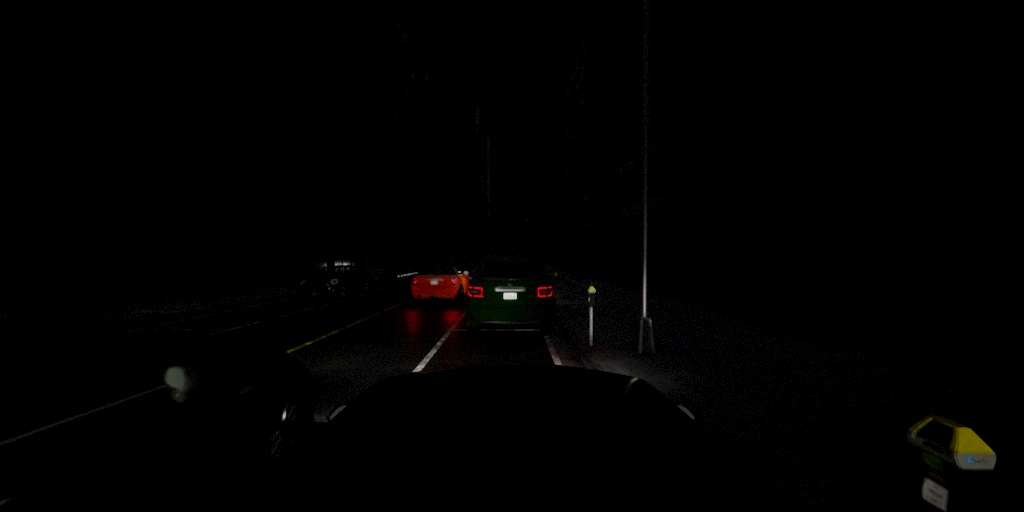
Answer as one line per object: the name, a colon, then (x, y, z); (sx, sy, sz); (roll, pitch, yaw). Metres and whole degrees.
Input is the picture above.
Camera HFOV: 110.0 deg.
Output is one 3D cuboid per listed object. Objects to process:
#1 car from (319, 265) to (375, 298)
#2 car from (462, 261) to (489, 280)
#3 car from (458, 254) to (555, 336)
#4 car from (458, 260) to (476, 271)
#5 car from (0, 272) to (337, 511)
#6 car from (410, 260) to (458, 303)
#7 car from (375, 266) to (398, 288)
car: (-8.815, 1.185, 18.031); (1.967, 1.591, 4.097); (0, 0, 0)
car: (-3.141, 1.216, 32.028); (1.882, 1.535, 5.008); (0, 0, 0)
car: (-0.039, 0.969, 10.531); (2.150, 2.045, 5.566); (0, 0, 0)
car: (-6.149, 1.237, 48.996); (1.837, 1.490, 4.892); (0, 0, 0)
car: (-3.146, 1.101, 1.947); (2.097, 1.767, 4.553); (0, 0, 0)
car: (-3.143, 1.096, 16.615); (2.097, 1.767, 4.553); (0, 0, 0)
car: (-8.815, 1.325, 23.617); (1.802, 1.307, 4.207); (0, 0, 0)
